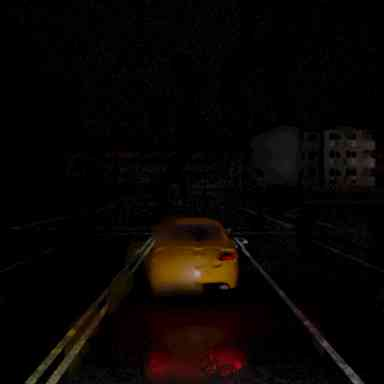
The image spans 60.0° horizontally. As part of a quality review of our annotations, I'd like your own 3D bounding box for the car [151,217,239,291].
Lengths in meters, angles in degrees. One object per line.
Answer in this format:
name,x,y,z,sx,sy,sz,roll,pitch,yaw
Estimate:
car,0.072,1.413,8.883,1.882,1.535,5.008,0,0,0
